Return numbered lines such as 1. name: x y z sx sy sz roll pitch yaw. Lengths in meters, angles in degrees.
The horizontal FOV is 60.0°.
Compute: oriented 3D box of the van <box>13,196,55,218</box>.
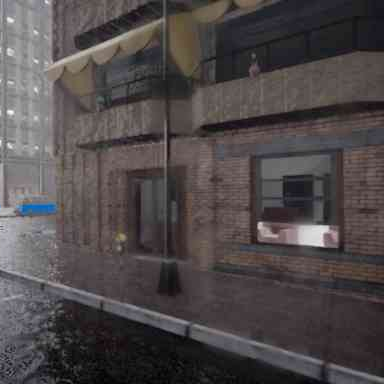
1. van: -13.079 1.238 28.521 1.690 1.788 3.998 -1 -1 36
